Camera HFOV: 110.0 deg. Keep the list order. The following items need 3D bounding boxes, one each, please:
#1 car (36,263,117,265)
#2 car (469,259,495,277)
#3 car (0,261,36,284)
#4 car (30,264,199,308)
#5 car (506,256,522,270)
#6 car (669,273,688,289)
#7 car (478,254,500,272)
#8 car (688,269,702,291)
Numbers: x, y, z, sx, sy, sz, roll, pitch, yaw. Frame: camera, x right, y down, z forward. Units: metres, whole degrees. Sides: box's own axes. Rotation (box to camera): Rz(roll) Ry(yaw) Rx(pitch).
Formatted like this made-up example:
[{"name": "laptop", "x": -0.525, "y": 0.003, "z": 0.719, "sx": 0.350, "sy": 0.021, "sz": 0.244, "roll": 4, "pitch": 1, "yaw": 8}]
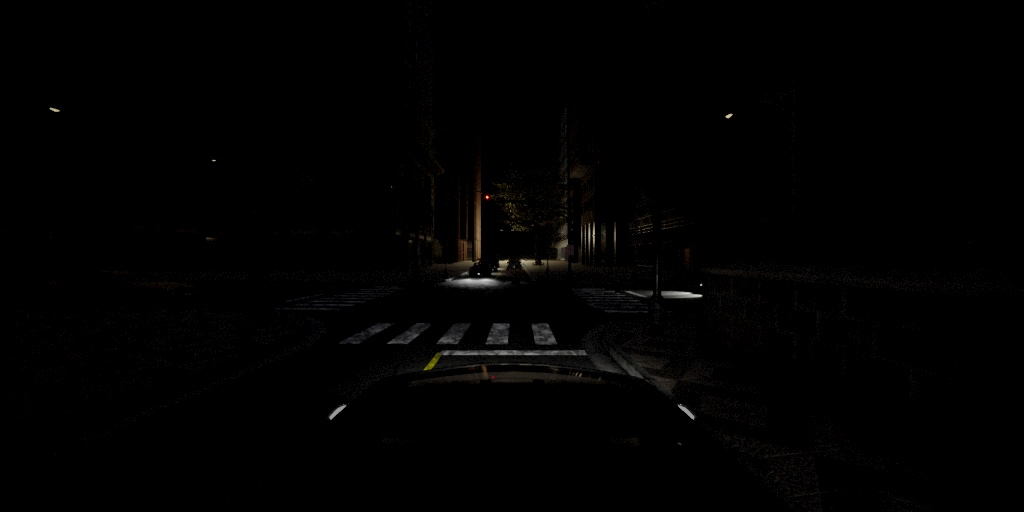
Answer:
[{"name": "car", "x": -26.227, "y": 1.065, "z": 22.443, "sx": 4.313, "sy": 1.339, "sz": 1.948, "roll": 0, "pitch": 0, "yaw": 1}, {"name": "car", "x": -2.968, "y": 1.275, "z": 34.364, "sx": 1.895, "sy": 1.301, "sz": 4.718, "roll": 0, "pitch": 0, "yaw": 0}, {"name": "car", "x": -31.844, "y": 0.974, "z": 22.498, "sx": 4.507, "sy": 1.381, "sz": 1.888, "roll": 0, "pitch": 0, "yaw": 1}, {"name": "car", "x": -14.892, "y": 1.146, "z": 13.804, "sx": 4.829, "sy": 1.417, "sz": 1.751, "roll": 0, "pitch": 0, "yaw": 1}, {"name": "car", "x": 0.290, "y": 1.109, "z": 47.934, "sx": 1.812, "sy": 1.442, "sz": 4.674, "roll": 0, "pitch": 0, "yaw": 0}, {"name": "car", "x": 12.006, "y": 1.381, "z": 22.062, "sx": 4.403, "sy": 1.370, "sz": 2.007, "roll": 0, "pitch": 0, "yaw": 1}, {"name": "car", "x": -2.930, "y": 0.831, "z": 44.178, "sx": 2.150, "sy": 2.045, "sz": 5.566, "roll": 0, "pitch": 0, "yaw": -1}, {"name": "car", "x": 12.233, "y": 1.396, "z": 19.397, "sx": 4.181, "sy": 1.385, "sz": 1.994, "roll": 0, "pitch": 0, "yaw": 1}]
